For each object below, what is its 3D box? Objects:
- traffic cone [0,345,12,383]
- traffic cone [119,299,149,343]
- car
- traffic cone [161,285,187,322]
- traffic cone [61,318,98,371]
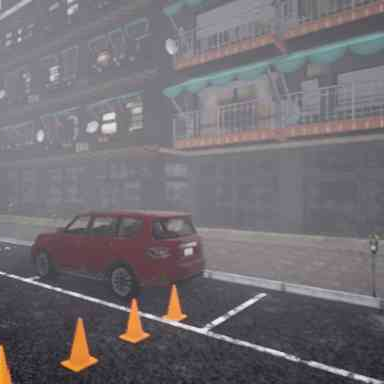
[{"bbox_3d":[-2.079,1.971,3.616,0.340,0.580,0.340,0,0,36],"label":"traffic cone"},{"bbox_3d":[-0.913,1.980,5.241,0.340,0.580,0.340,0,0,36],"label":"traffic cone"},{"bbox_3d":[-2.018,1.353,8.462,5.009,1.841,2.192,0,-1,36],"label":"car"},{"bbox_3d":[-0.329,1.985,6.053,0.340,0.580,0.340,0,0,36],"label":"traffic cone"},{"bbox_3d":[-1.496,1.976,4.429,0.340,0.580,0.340,0,0,36],"label":"traffic cone"}]
